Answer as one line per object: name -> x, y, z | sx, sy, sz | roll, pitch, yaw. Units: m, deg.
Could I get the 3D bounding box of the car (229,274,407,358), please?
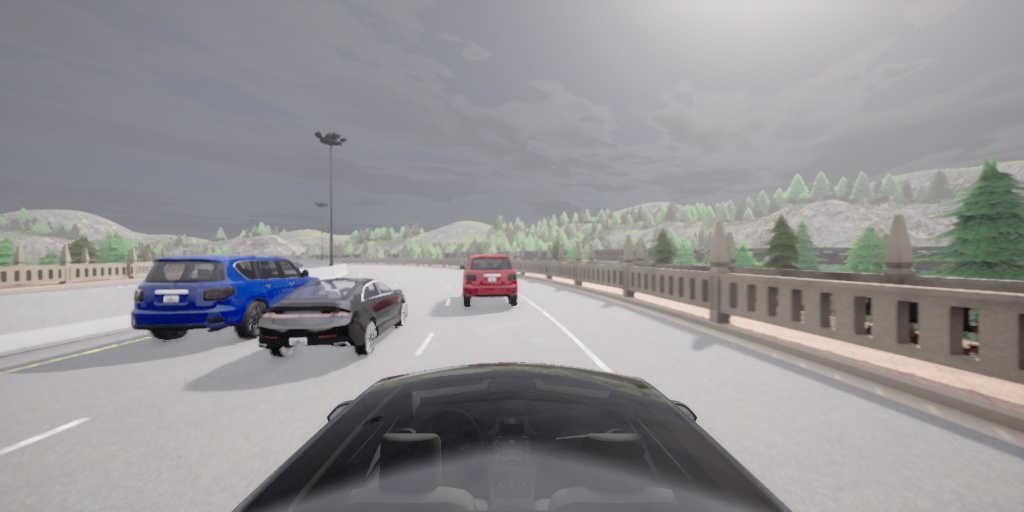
car -> -3.850, 1.254, 8.578 | 2.128, 1.511, 4.902 | 0, 0, -4

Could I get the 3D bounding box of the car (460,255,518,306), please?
car -> -1.093, 0.965, 15.954 | 2.150, 2.045, 5.566 | 0, 0, -8

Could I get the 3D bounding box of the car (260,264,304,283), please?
car -> -18.706, 1.379, 29.359 | 1.994, 1.385, 4.181 | 0, 0, -18

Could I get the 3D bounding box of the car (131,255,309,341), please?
car -> -7.441, 0.999, 10.252 | 2.150, 2.045, 5.566 | 0, 0, -5
